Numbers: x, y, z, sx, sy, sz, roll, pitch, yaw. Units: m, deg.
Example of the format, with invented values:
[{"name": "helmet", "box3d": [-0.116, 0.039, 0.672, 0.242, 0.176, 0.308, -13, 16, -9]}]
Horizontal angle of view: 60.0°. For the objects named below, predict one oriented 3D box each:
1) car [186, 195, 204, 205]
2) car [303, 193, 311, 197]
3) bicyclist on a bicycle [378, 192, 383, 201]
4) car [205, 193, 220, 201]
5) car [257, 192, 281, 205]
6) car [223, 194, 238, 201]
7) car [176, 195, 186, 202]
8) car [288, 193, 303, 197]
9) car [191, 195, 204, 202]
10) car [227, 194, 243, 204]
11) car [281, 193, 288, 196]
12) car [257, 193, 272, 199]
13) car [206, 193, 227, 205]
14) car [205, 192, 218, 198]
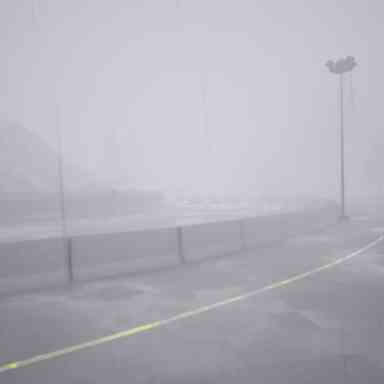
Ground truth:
[{"name": "car", "box3d": [0.598, 1.366, 55.693, 1.837, 1.490, 4.892, -1, 0, -8]}, {"name": "car", "box3d": [27.647, 0.817, 82.349, 1.994, 1.385, 4.181, -1, 0, -11]}, {"name": "bicyclist on a bicycle", "box3d": [36.559, 0.751, 63.827, 1.656, 1.620, 0.582, 21, -3, -10]}, {"name": "car", "box3d": [4.471, 1.107, 73.309, 2.097, 1.767, 4.553, -1, 0, -11]}, {"name": "car", "box3d": [11.609, 0.967, 51.568, 2.150, 2.045, 5.566, 0, 1, 0]}, {"name": "car", "box3d": [8.280, 1.190, 72.119, 1.882, 1.535, 5.008, -1, 0, -11]}, {"name": "car", "box3d": [-2.241, 1.338, 71.188, 1.837, 1.490, 4.892, -1, 0, -11]}, {"name": "car", "box3d": [24.215, 0.847, 81.663, 2.033, 1.411, 5.357, -1, 0, -11]}, {"name": "car", "box3d": [1.210, 1.320, 71.779, 1.812, 1.442, 4.674, -1, 0, -11]}, {"name": "car", "box3d": [7.359, 1.302, 57.838, 1.812, 1.442, 4.674, -1, 0, -9]}, {"name": "car", "box3d": [20.783, 0.827, 80.977, 1.882, 1.535, 5.008, -1, 0, -11]}, {"name": "car", "box3d": [17.351, 0.916, 80.291, 1.812, 1.442, 4.674, -1, 0, -11]}, {"name": "car", "box3d": [4.046, 1.324, 56.279, 1.837, 1.490, 4.892, -1, 0, -8]}, {"name": "car", "box3d": [5.175, 0.831, 87.630, 2.128, 1.511, 4.902, -1, 0, -11]}]
